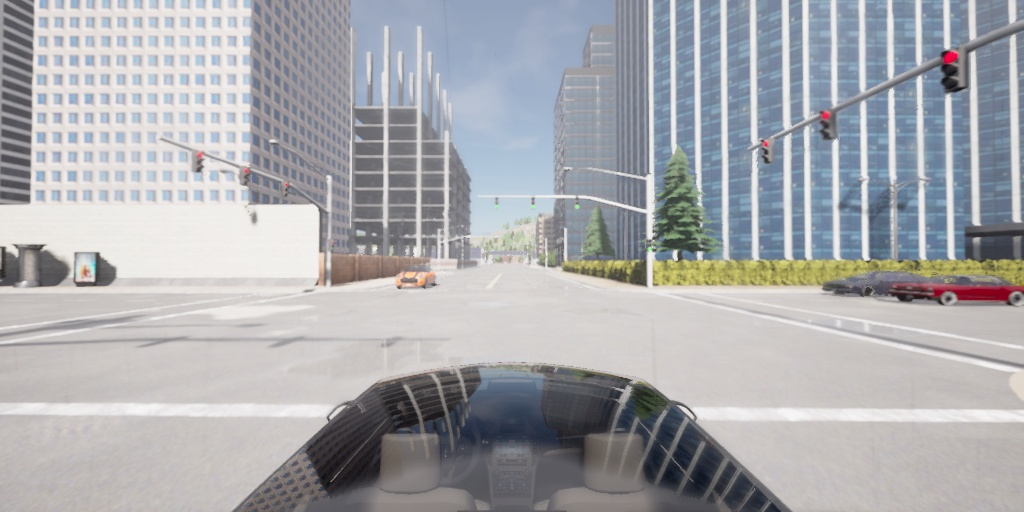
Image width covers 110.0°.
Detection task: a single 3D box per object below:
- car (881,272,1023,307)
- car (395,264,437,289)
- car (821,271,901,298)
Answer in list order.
[{"bbox_3d":[19.928,1.508,15.995,4.718,1.301,1.895,0,-1,0],"label":"car"},{"bbox_3d":[-7.006,1.425,26.564,2.097,1.767,4.553,0,-1,0],"label":"car"},{"bbox_3d":[20.143,1.507,19.495,5.357,1.411,2.033,0,-1,0],"label":"car"}]
